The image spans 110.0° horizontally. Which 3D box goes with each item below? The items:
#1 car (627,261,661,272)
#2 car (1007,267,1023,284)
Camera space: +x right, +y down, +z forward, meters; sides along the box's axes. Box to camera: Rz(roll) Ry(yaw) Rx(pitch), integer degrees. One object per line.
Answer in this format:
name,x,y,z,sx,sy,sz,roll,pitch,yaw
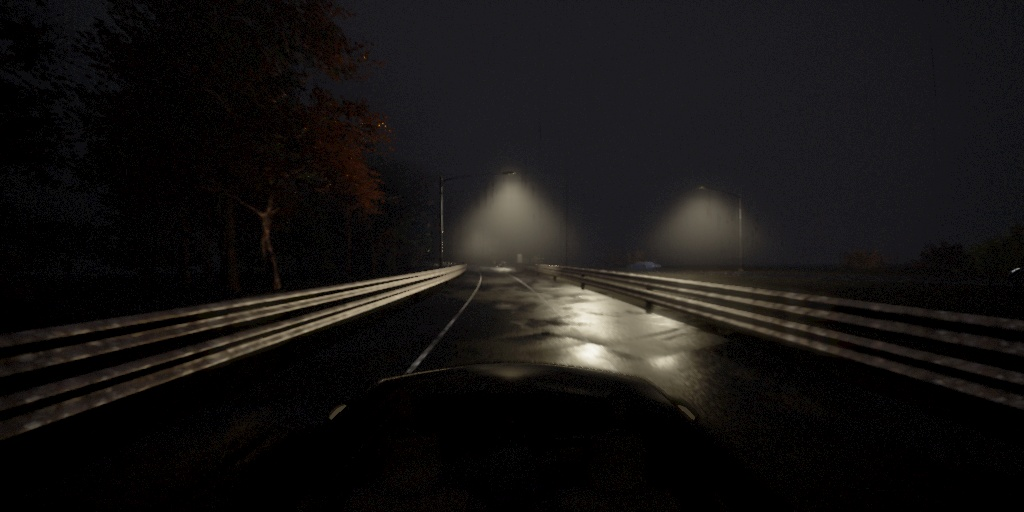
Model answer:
car,19.058,1.497,52.012,2.033,1.411,5.357,0,-1,-24
car,32.683,0.852,20.813,2.097,1.767,4.553,0,-1,-24
